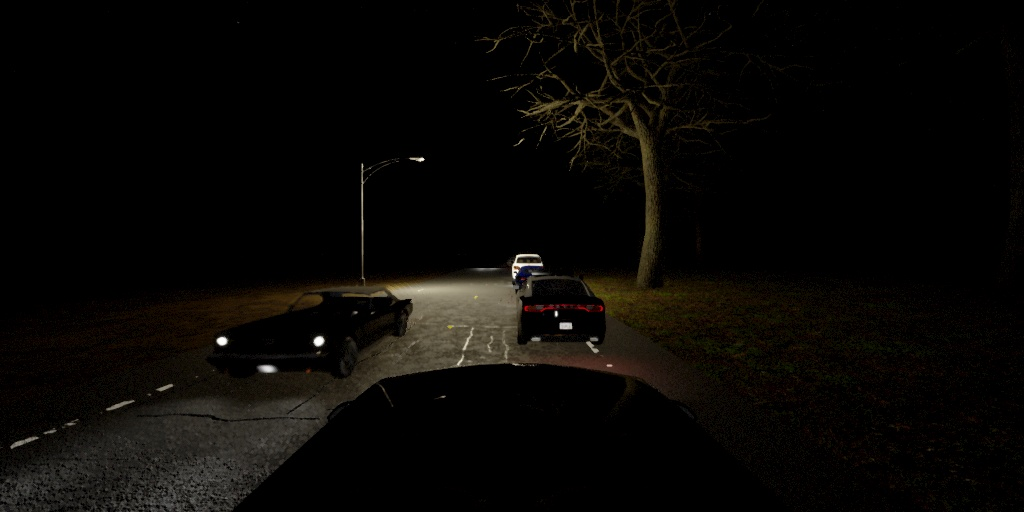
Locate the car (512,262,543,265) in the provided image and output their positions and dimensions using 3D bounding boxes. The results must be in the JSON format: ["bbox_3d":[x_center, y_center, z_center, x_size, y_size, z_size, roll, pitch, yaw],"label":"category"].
[{"bbox_3d":[1.079,1.236,19.519,1.812,1.442,4.674,0,0,0],"label":"car"}]

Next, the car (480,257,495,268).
[{"bbox_3d":[-3.514,0.930,51.752,1.837,1.490,4.892,0,1,0],"label":"car"}]

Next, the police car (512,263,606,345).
[{"bbox_3d":[1.063,1.164,9.628,1.930,1.638,5.238,0,0,0],"label":"police car"}]

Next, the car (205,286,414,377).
[{"bbox_3d":[-3.592,1.344,7.474,1.895,1.301,4.718,0,0,0],"label":"car"}]

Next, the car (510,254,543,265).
[{"bbox_3d":[1.089,0.909,25.549,2.150,2.045,5.566,0,0,0],"label":"car"}]

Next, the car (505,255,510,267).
[{"bbox_3d":[0.148,0.911,54.525,1.812,1.442,4.674,0,1,0],"label":"car"}]
